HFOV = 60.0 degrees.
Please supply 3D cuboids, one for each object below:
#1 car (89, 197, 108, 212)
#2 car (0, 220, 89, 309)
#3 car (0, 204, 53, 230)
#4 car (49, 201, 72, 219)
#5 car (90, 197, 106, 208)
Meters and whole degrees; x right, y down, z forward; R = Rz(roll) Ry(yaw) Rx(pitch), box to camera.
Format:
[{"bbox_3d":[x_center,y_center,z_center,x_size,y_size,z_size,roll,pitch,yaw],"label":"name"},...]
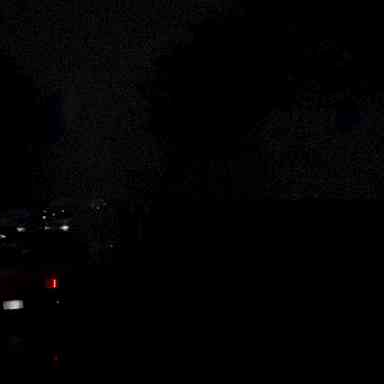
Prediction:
[{"bbox_3d":[-10.604,1.463,37.727,1.812,1.442,4.674,-1,0,-14],"label":"car"},{"bbox_3d":[-3.479,1.596,7.728,1.895,1.301,4.718,-1,0,-13],"label":"car"},{"bbox_3d":[-8.836,1.572,17.064,2.033,1.411,5.357,-1,0,-13],"label":"car"},{"bbox_3d":[-11.622,1.527,28.896,1.812,1.442,4.674,-1,0,-13],"label":"car"},{"bbox_3d":[-13.515,1.451,47.644,2.033,1.411,5.357,-1,0,-18],"label":"car"}]
